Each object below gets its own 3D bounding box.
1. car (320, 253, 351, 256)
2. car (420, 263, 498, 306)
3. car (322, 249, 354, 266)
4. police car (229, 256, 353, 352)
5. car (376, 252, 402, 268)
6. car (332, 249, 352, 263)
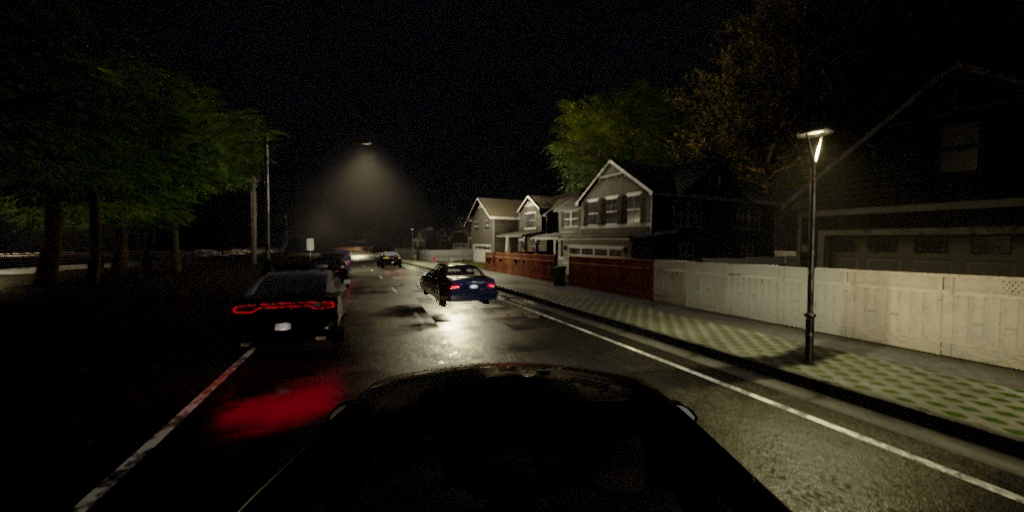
[{"bbox_3d":[-9.037,0.798,17.776,1.837,1.490,4.892,-1,2,-24],"label":"car"},{"bbox_3d":[-2.239,0.971,13.874,2.033,1.411,5.357,0,2,-24],"label":"car"},{"bbox_3d":[-11.562,0.483,23.192,2.097,1.767,4.553,-1,2,-25],"label":"car"},{"bbox_3d":[-5.049,0.977,8.707,1.930,1.638,5.238,0,2,-23],"label":"police car"},{"bbox_3d":[-11.619,0.321,33.766,2.128,1.511,4.902,-1,2,-27],"label":"car"},{"bbox_3d":[-20.690,-0.002,43.465,1.882,1.535,5.008,-1,2,-29],"label":"car"}]
